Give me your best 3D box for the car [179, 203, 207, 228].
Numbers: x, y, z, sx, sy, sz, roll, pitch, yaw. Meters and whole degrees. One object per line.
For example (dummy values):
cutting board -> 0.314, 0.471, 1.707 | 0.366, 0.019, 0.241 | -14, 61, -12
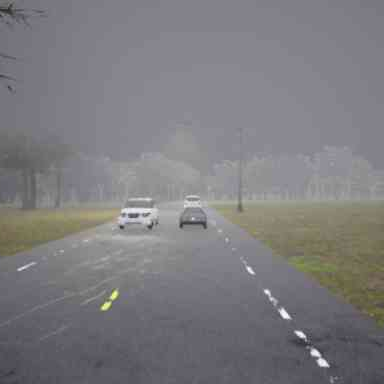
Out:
car -> 0.084, 1.781, 24.426 | 1.994, 1.385, 4.181 | 0, 0, 0

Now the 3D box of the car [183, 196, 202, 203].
car -> 0.097, 1.514, 41.737 | 2.150, 2.045, 5.566 | 0, 0, 0

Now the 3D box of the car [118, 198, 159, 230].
car -> -3.560, 1.435, 23.065 | 2.150, 2.045, 5.566 | 0, -1, 0
